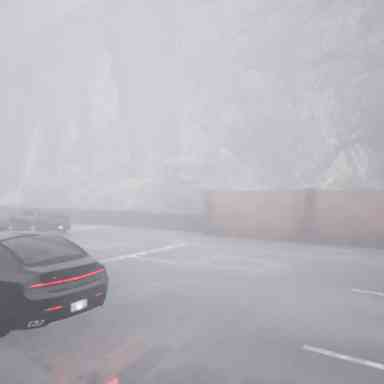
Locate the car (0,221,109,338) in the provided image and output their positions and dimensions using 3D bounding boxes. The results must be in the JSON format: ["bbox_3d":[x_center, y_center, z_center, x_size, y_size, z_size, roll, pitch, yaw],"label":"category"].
[{"bbox_3d":[-3.754,1.552,6.667,4.892,1.490,1.837,0,0,35],"label":"car"}]

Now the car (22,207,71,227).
[{"bbox_3d":[-8.891,1.627,18.930,4.892,1.490,1.837,-1,0,35],"label":"car"}]

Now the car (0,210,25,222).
[{"bbox_3d":[-10.422,1.666,15.722,5.357,1.411,2.033,0,0,35],"label":"car"}]
